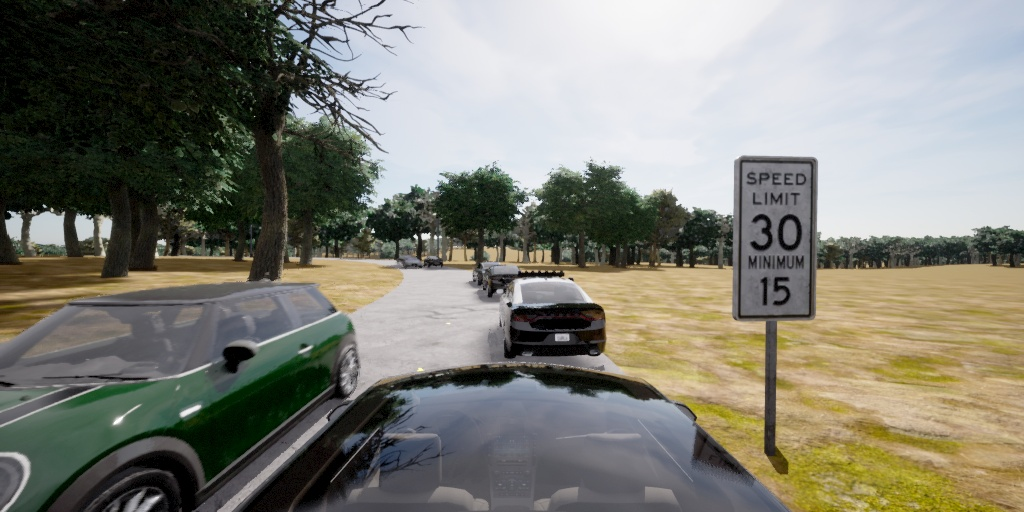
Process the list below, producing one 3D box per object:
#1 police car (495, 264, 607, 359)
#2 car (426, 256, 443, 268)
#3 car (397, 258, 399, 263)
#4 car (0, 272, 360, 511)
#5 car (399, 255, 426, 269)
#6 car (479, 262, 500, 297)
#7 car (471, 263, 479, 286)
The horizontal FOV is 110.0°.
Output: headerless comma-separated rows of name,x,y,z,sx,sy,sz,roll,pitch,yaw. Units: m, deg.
police car,0.675,1.167,8.627,1.930,1.638,5.238,0,0,-4
car,-10.589,0.703,47.799,1.882,1.535,5.008,0,1,-25
car,-18.437,0.514,61.886,1.994,1.385,4.181,-1,1,-35
car,-3.261,1.102,3.407,2.097,1.767,4.553,0,0,-2
car,-12.237,0.863,43.888,1.994,1.385,4.181,0,1,-24
car,-0.473,1.174,18.666,1.882,1.535,5.008,0,1,-9
car,-1.615,1.143,24.689,1.837,1.490,4.892,0,1,-12
